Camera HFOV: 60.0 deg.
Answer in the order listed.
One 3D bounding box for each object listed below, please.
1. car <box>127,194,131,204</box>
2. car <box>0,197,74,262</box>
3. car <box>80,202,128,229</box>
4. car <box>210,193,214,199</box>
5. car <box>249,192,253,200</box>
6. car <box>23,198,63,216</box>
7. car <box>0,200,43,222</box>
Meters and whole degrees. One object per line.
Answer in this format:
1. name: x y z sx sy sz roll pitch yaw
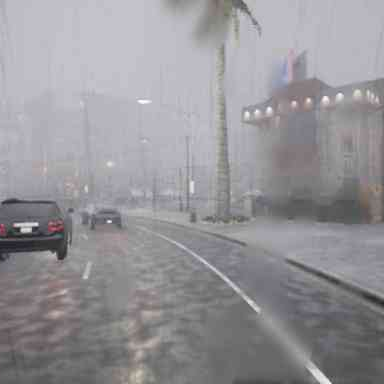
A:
1. car: -10.699 1.084 54.708 4.553 1.767 2.185 0 0 43
2. car: -5.696 1.205 12.371 2.150 2.045 5.566 0 0 -17
3. car: -5.871 1.450 21.215 1.837 1.490 4.892 0 0 -28
4. car: 1.490 1.261 68.092 4.718 1.301 1.895 0 0 43
5. car: 9.346 1.126 51.667 4.674 1.452 2.002 0 0 43
6. car: -14.895 1.446 33.055 2.128 1.511 4.902 -1 0 -44
7. car: -13.876 1.466 26.888 2.128 1.511 4.902 0 0 -40
